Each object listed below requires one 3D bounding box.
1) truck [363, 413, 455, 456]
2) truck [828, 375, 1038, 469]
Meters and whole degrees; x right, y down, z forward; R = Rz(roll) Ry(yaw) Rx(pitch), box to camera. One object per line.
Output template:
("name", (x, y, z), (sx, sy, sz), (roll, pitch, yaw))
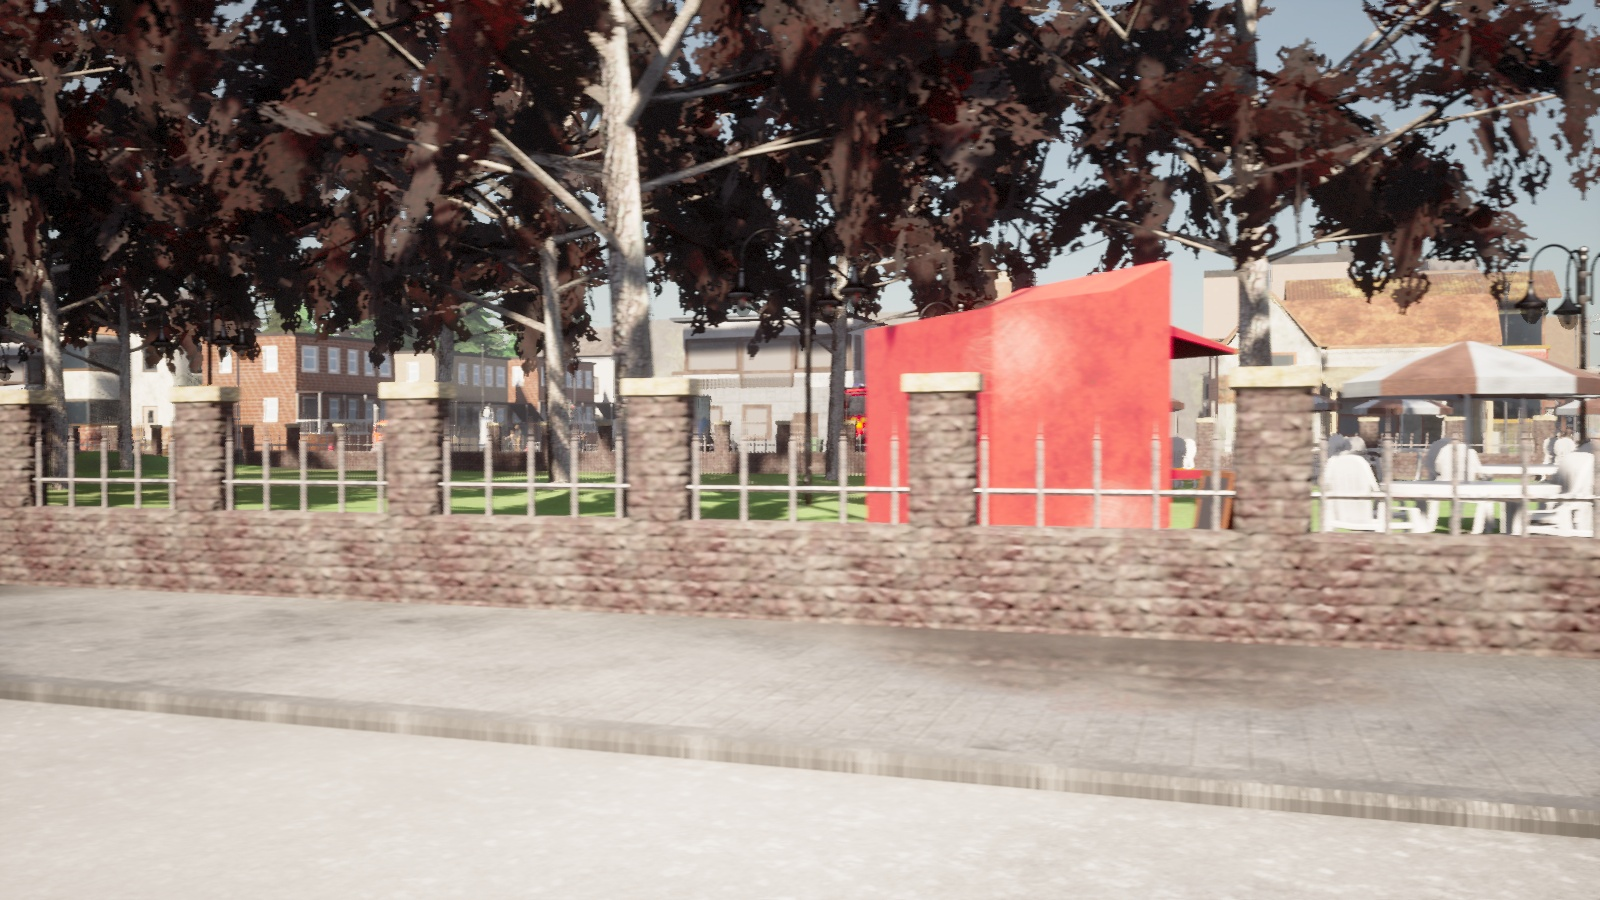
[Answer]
("truck", (-23.132, -0.939, 74.511), (2.627, 2.467, 5.204), (1, 1, 19))
("truck", (5.688, -1.178, 53.766), (8.468, 3.827, 2.891), (1, 1, 19))
